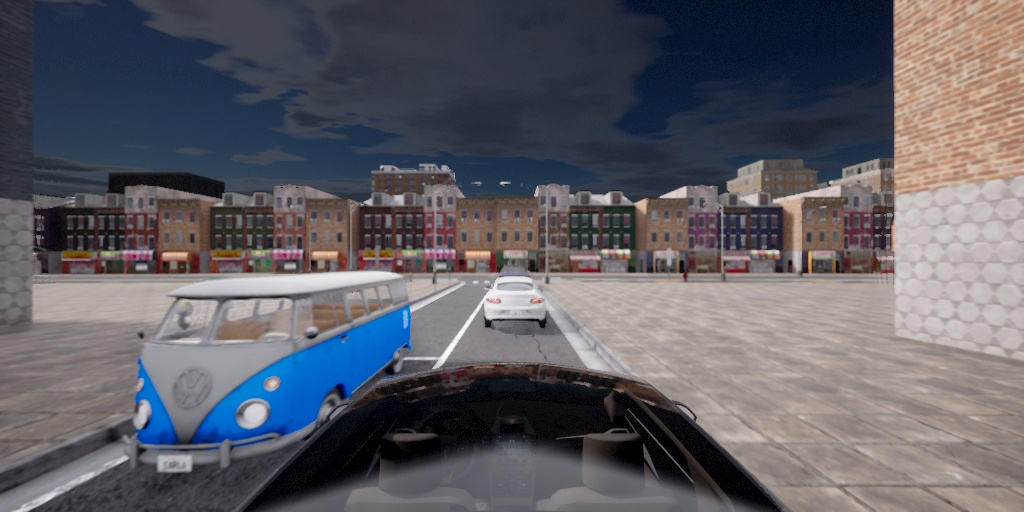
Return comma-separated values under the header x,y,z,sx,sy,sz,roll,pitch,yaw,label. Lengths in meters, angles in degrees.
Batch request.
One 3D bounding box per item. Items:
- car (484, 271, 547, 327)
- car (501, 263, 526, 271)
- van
x,y,z,sx,sy,sz,roll,pitch,yaw,label
0.096,1.390,11.890,1.812,1.442,4.674,0,-1,0,car
0.096,1.346,23.223,2.097,1.767,4.553,0,-1,0,car
-2.639,1.126,4.905,1.690,1.789,3.998,0,0,0,van
